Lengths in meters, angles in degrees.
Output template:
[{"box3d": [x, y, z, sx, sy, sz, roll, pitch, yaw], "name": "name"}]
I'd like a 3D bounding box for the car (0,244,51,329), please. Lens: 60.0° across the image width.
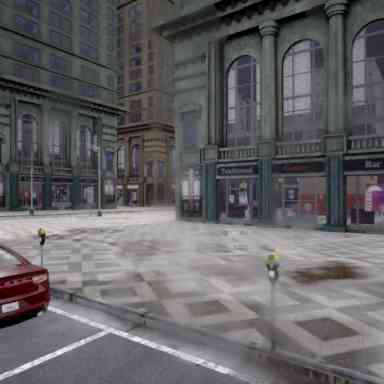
[{"box3d": [-4.460, 1.545, 6.147, 4.507, 1.381, 1.887, 0, 0, 35], "name": "car"}]
